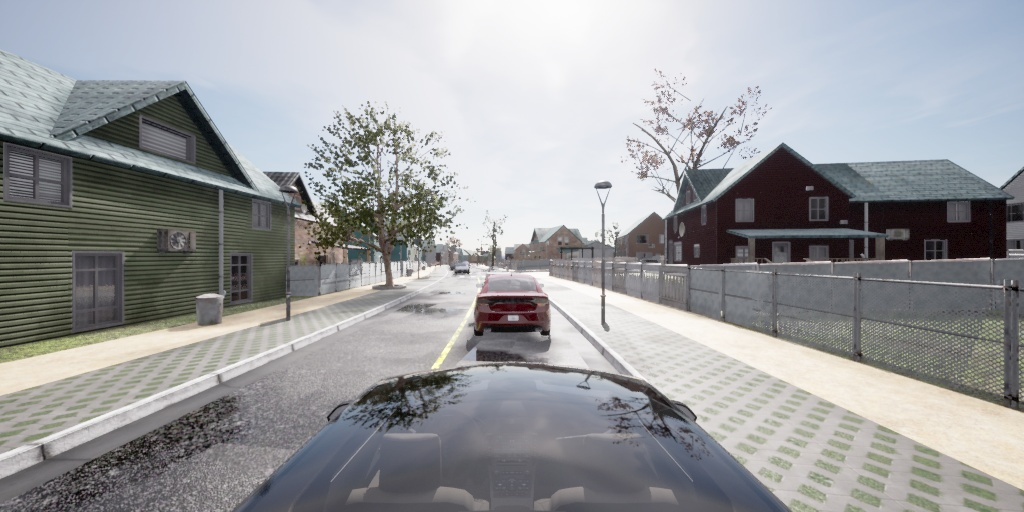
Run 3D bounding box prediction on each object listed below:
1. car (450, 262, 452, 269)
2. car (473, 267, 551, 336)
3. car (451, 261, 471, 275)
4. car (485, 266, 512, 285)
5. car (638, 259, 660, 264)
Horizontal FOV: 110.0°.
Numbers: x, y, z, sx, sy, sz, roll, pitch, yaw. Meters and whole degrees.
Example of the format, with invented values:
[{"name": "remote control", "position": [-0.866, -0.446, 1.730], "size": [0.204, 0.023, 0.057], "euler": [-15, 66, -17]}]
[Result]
[{"name": "car", "position": [-9.186, 1.552, 60.219], "size": [2.097, 1.767, 4.553], "euler": [0, -1, -11]}, {"name": "car", "position": [-0.040, 1.243, 10.483], "size": [1.882, 1.535, 5.008], "euler": [0, 0, -2]}, {"name": "car", "position": [-6.007, 1.569, 43.321], "size": [2.033, 1.411, 5.357], "euler": [0, -1, -9]}, {"name": "car", "position": [-1.159, 1.486, 28.513], "size": [1.895, 1.301, 4.718], "euler": [0, -1, -6]}, {"name": "car", "position": [15.703, 1.035, 42.496], "size": [4.674, 1.442, 1.812], "euler": [-1, 0, 9]}]
